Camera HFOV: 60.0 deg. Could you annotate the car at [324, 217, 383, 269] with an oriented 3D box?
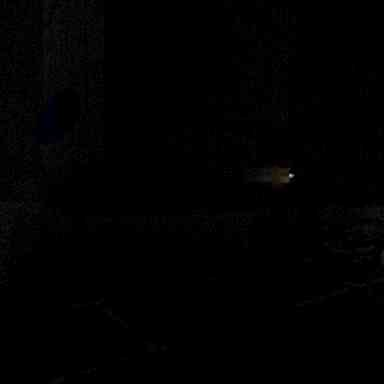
[{"bbox_3d":[6.152,1.550,11.044,4.403,1.369,2.008,0,0,-36],"label":"car"}]
